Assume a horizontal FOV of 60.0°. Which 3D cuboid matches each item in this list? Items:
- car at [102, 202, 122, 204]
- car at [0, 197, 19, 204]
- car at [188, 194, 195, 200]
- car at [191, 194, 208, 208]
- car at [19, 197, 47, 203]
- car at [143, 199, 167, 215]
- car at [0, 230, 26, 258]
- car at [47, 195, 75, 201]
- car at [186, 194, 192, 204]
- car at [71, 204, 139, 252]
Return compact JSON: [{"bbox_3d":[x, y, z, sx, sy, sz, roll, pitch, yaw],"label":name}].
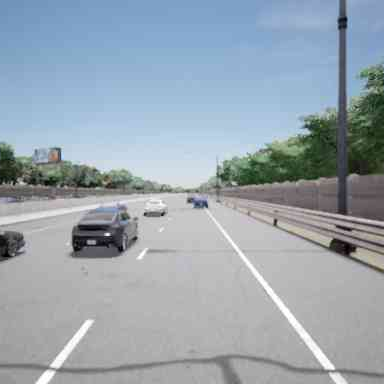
[{"bbox_3d":[-6.921,1.512,29.104,1.895,1.301,4.718,0,0,0],"label":"car"},{"bbox_3d":[-24.602,1.432,45.056,2.033,1.411,5.357,0,0,0],"label":"car"},{"bbox_3d":[-0.059,1.281,84.330,1.812,1.442,4.674,0,0,0],"label":"car"},{"bbox_3d":[1.194,1.365,44.858,1.882,1.535,5.008,0,0,0],"label":"car"},{"bbox_3d":[-21.101,1.377,45.797,2.128,1.511,4.902,0,0,0],"label":"car"},{"bbox_3d":[-3.422,1.432,31.802,1.812,1.442,4.674,0,0,0],"label":"car"},{"bbox_3d":[-6.901,1.512,9.505,2.033,1.411,5.357,0,0,0],"label":"car"},{"bbox_3d":[-17.611,1.237,45.834,2.097,1.767,4.553,0,0,0],"label":"car"},{"bbox_3d":[-0.043,1.352,62.123,1.882,1.535,5.008,0,0,0],"label":"car"},{"bbox_3d":[-3.410,1.456,13.721,1.837,1.490,4.892,0,0,0],"label":"car"}]
